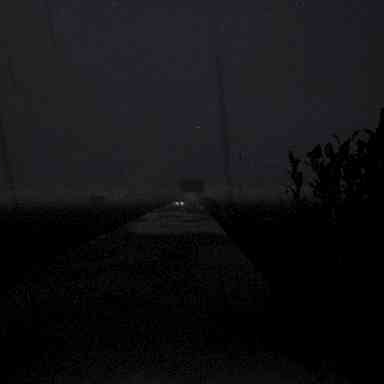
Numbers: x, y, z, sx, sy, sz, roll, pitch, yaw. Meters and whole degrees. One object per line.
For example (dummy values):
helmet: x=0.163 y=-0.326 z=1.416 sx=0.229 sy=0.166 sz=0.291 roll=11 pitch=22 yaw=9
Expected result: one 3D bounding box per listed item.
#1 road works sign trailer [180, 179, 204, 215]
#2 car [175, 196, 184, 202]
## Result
road works sign trailer: x=0.001 y=0.494 z=33.991 sx=2.380 sy=3.560 sz=2.880 roll=0 pitch=0 yaw=0
car: x=-2.750 y=1.622 z=75.931 sx=1.994 sy=1.385 sz=4.181 roll=0 pitch=0 yaw=0
